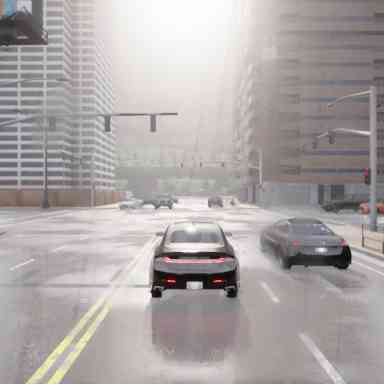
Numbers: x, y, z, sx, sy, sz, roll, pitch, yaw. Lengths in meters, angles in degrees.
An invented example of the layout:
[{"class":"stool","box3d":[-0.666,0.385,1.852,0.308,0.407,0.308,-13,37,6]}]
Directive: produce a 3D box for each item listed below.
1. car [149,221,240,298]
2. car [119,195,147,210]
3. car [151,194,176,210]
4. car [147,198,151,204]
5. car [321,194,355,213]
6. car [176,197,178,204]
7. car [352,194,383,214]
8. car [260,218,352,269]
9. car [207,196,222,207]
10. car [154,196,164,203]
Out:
[{"class":"car","box3d":[0.052,1.491,8.497,2.128,1.511,4.902,0,0,0]},{"class":"car","box3d":[-7.775,1.525,42.736,1.812,1.442,4.674,0,0,10]},{"class":"car","box3d":[-3.659,1.222,43.494,2.150,2.045,5.566,0,0,0]},{"class":"car","box3d":[-7.168,1.600,56.677,1.895,1.301,4.718,0,0,0]},{"class":"car","box3d":[17.143,1.221,36.556,5.566,2.045,2.150,0,0,0]},{"class":"car","box3d":[-3.648,1.600,63.497,1.895,1.301,4.718,0,0,0]},{"class":"car","box3d":[18.968,1.352,33.036,4.553,1.767,2.097,0,0,0]},{"class":"car","box3d":[3.563,1.564,11.149,1.994,1.385,4.181,0,0,0]},{"class":"car","box3d":[3.522,1.351,51.884,2.097,1.767,4.553,0,0,0]},{"class":"car","box3d":[-7.107,1.522,71.880,1.812,1.442,4.674,0,0,0]}]
